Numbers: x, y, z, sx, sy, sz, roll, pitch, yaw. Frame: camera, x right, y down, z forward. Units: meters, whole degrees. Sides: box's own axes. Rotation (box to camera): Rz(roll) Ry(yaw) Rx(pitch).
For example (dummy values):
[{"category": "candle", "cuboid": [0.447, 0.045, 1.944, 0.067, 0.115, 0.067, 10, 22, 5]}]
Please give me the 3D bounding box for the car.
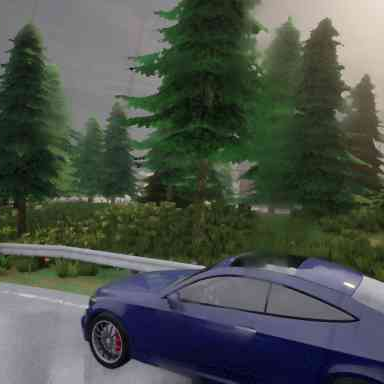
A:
[{"category": "car", "cuboid": [0.726, 1.500, 4.117, 4.674, 1.442, 1.812, 1, 1, 31]}]
